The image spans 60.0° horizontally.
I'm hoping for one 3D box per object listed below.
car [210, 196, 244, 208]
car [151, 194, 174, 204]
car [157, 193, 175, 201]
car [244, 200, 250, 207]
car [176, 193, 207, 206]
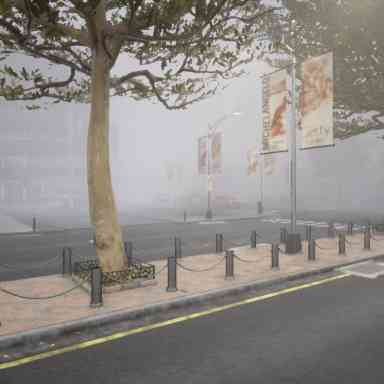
[{"bbox_3d":[4.916,1.352,48.874,2.097,1.767,4.553,0,0,-35],"label":"car"},{"bbox_3d":[-6.081,1.564,63.566,1.994,1.385,4.181,0,0,-42],"label":"car"},{"bbox_3d":[-5.085,1.221,67.868,5.566,2.045,2.150,0,0,45],"label":"car"},{"bbox_3d":[6.980,1.526,52.017,1.812,1.442,4.674,0,0,-36],"label":"car"},{"bbox_3d":[-0.178,1.352,55.955,2.097,1.767,4.553,0,0,-36],"label":"car"}]
